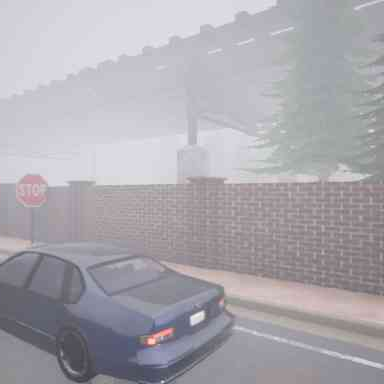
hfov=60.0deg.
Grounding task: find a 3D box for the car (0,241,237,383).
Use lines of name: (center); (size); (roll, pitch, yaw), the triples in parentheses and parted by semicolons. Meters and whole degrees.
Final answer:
car: (-1.973, 1.547, 5.403); (5.357, 1.411, 2.033); (0, 0, 36)
